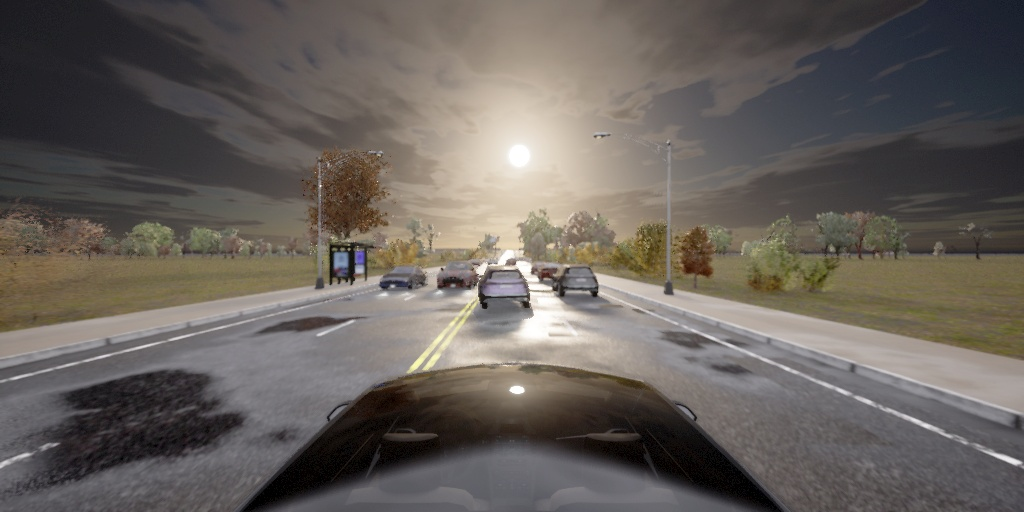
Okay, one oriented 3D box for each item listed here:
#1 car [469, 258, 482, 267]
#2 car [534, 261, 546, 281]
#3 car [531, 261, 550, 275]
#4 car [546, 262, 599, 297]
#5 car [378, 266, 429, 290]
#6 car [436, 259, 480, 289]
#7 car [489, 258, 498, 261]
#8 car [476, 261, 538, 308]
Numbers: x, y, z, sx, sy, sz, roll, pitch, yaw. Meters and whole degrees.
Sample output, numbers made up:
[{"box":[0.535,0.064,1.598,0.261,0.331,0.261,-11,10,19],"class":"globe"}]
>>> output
[{"box":[-6.638,1.222,65.015,1.882,1.535,5.008,0,0,0],"class":"car"},{"box":[3.195,1.236,29.953,1.882,1.535,5.008,0,0,0],"class":"car"},{"box":[3.169,1.281,40.953,1.812,1.442,4.674,0,0,0],"class":"car"},{"box":[3.221,1.188,18.952,2.033,1.649,4.856,0,0,0],"class":"car"},{"box":[-6.635,1.306,22.597,2.033,1.411,5.357,0,0,0],"class":"car"},{"box":[-3.383,1.110,22.780,2.097,1.767,4.553,0,0,0],"class":"car"},{"box":[-3.388,1.180,65.022,2.128,1.511,4.902,0,0,0],"class":"car"},{"box":[-0.397,1.187,15.309,2.033,1.649,4.856,0,0,-5],"class":"car"}]
